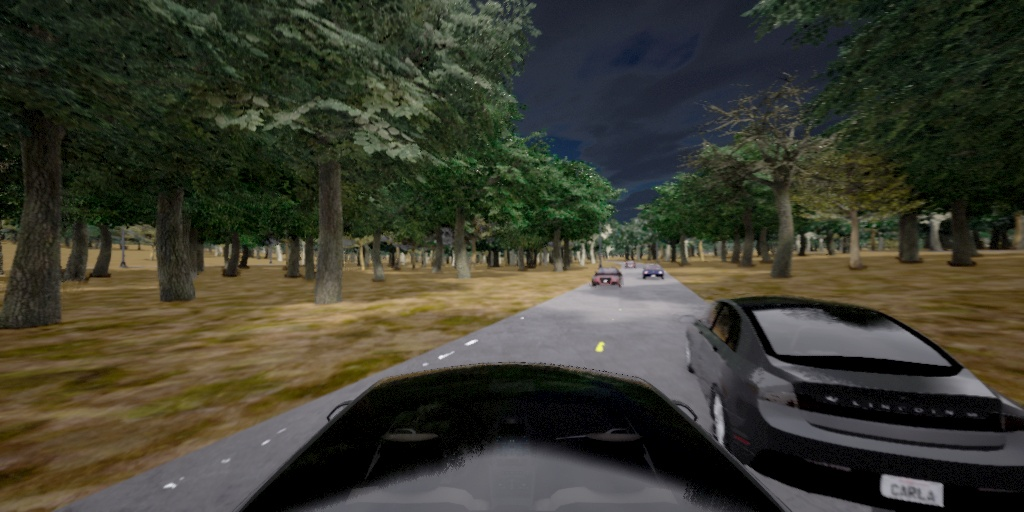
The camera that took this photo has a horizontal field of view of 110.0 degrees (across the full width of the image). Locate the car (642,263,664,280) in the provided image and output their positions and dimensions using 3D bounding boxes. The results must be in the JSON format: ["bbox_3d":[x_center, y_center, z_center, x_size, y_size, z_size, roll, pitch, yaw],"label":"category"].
[{"bbox_3d":[13.602,1.535,34.603,1.895,1.301,4.718,-1,0,21],"label":"car"}]

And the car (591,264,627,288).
[{"bbox_3d":[6.984,1.503,26.014,1.994,1.385,4.181,-1,-1,21],"label":"car"}]

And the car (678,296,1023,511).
[{"bbox_3d":[3.381,1.255,4.547,1.837,1.490,4.892,-1,-1,21],"label":"car"}]
